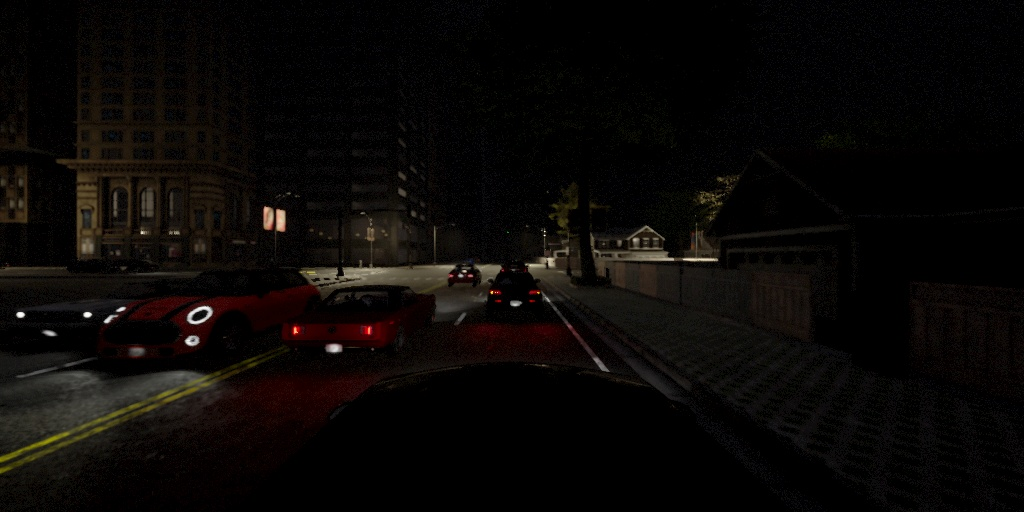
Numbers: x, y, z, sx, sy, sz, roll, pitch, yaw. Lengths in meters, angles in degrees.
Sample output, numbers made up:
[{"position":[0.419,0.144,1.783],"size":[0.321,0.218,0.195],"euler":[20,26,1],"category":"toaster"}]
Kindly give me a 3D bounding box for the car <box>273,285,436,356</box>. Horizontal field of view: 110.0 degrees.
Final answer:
[{"position":[-3.150,1.343,8.577],"size":[1.895,1.301,4.718],"euler":[0,0,0],"category":"car"}]

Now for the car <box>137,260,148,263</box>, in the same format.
[{"position":[-41.491,1.093,39.202],"size":[4.892,1.490,1.837],"euler":[0,0,-2],"category":"car"}]

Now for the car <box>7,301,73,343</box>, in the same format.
[{"position":[-9.845,1.341,9.850],"size":[1.895,1.301,4.718],"euler":[0,0,0],"category":"car"}]

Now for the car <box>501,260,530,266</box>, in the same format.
[{"position":[0.251,1.073,26.949],"size":[2.097,1.767,4.553],"euler":[0,0,3],"category":"car"}]

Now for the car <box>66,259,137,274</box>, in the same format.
[{"position":[-41.450,1.074,35.945],"size":[4.902,1.511,2.128],"euler":[0,0,-2],"category":"car"}]

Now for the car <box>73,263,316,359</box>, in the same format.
[{"position":[-6.594,1.094,8.549],"size":[2.097,1.767,4.553],"euler":[0,0,0],"category":"car"}]

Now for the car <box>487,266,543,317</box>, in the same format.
[{"position":[0.085,1.262,13.067],"size":[1.812,1.442,4.674],"euler":[0,0,0],"category":"car"}]

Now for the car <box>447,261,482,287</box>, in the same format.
[{"position":[-3.147,1.271,24.485],"size":[2.033,1.411,5.357],"euler":[0,0,0],"category":"car"}]
